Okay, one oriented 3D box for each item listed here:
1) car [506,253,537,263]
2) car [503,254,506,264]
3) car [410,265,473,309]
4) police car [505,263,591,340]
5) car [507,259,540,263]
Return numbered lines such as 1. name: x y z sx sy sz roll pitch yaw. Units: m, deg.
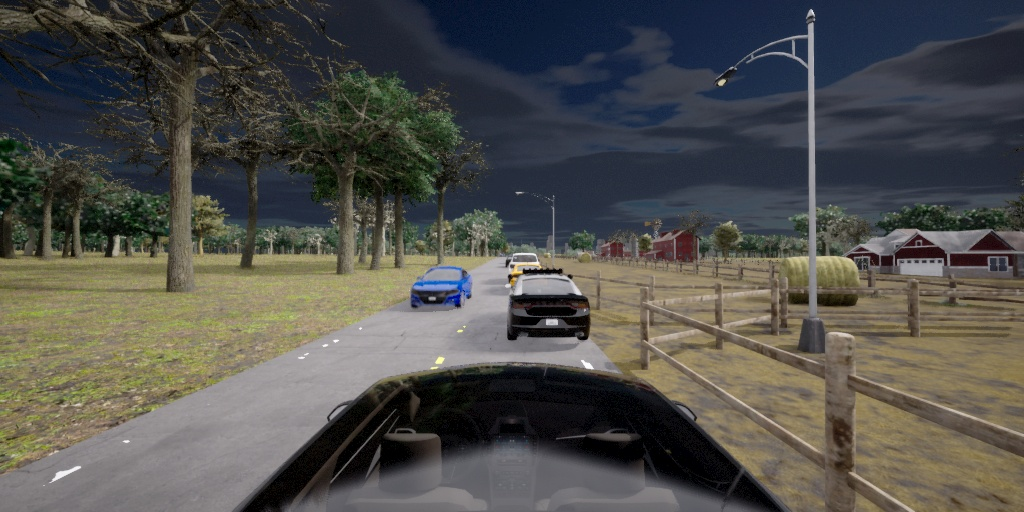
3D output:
1. car: 0.846 0.810 25.941 2.150 2.045 5.566 0 1 0
2. car: 0.082 0.747 49.281 1.882 1.535 5.008 0 1 1
3. car: -2.739 1.179 14.834 1.882 1.535 5.008 0 0 0
4. police car: 0.832 1.156 10.019 1.930 1.638 5.238 0 0 0
5. car: 0.840 1.134 19.910 1.882 1.535 5.008 0 1 0
